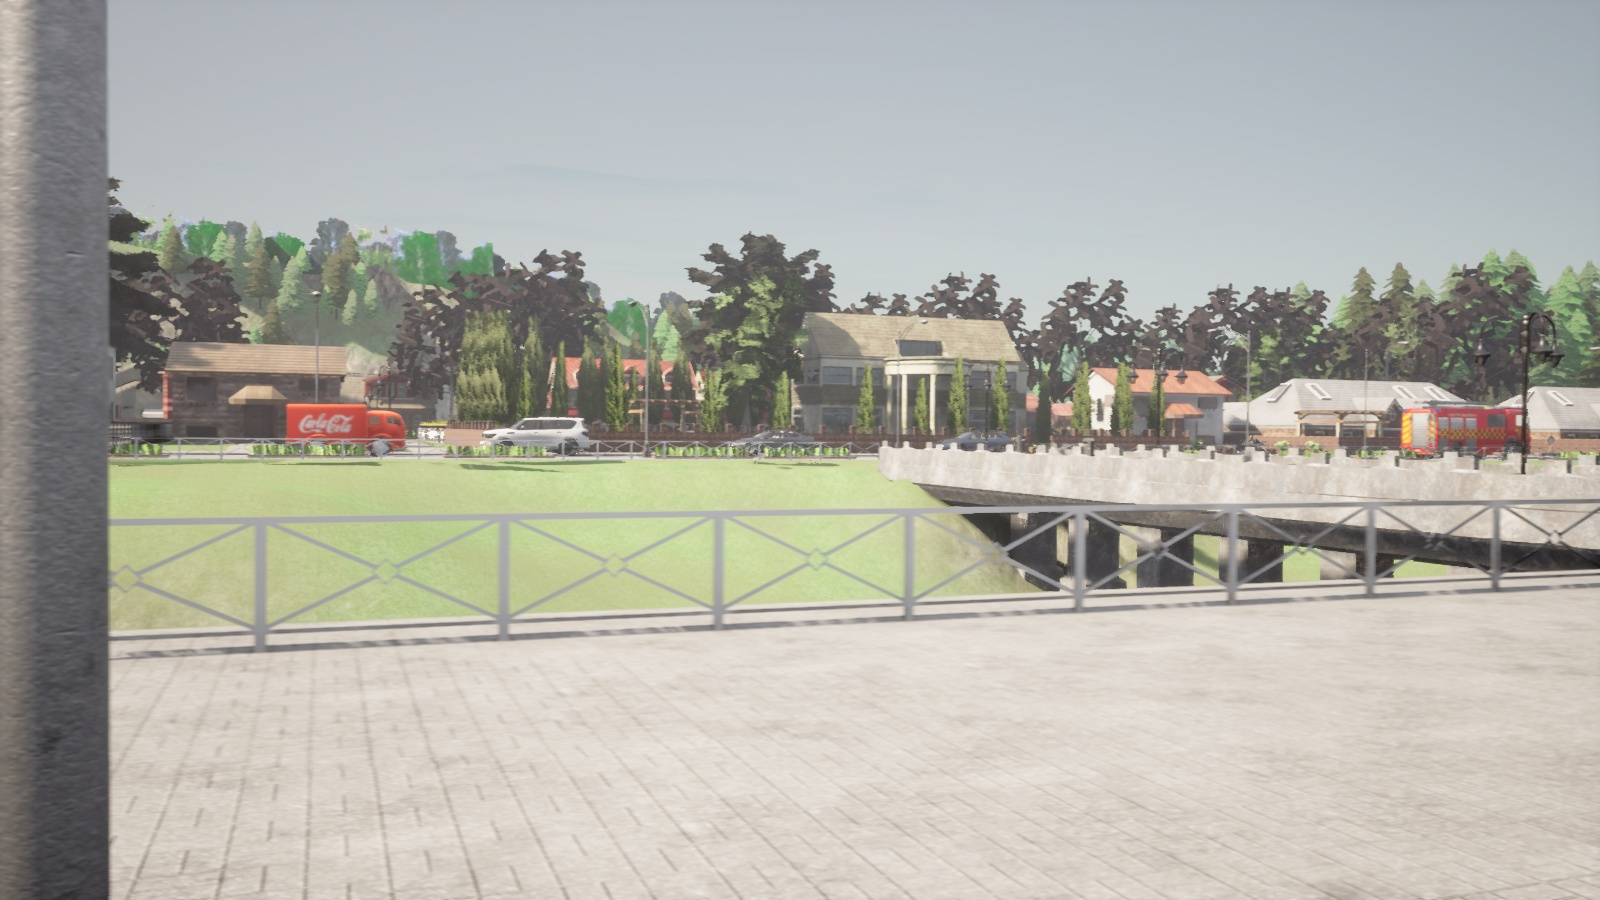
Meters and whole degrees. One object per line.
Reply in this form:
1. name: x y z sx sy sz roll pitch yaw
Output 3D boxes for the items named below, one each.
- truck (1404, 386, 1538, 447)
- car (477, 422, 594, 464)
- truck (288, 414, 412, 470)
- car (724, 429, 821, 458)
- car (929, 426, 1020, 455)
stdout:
1. truck: 43.877 -2.177 82.106 8.468 3.827 2.891 -1 1 -21
2. car: -13.608 -0.387 64.586 5.566 2.045 2.150 -1 1 -21
3. truck: -20.619 -0.404 57.645 5.204 2.467 2.627 -1 1 -21
4. car: -1.509 -0.355 69.180 4.902 1.511 2.128 -1 1 -21
5. car: 10.231 -0.581 73.633 4.856 1.649 2.033 -1 1 -21
